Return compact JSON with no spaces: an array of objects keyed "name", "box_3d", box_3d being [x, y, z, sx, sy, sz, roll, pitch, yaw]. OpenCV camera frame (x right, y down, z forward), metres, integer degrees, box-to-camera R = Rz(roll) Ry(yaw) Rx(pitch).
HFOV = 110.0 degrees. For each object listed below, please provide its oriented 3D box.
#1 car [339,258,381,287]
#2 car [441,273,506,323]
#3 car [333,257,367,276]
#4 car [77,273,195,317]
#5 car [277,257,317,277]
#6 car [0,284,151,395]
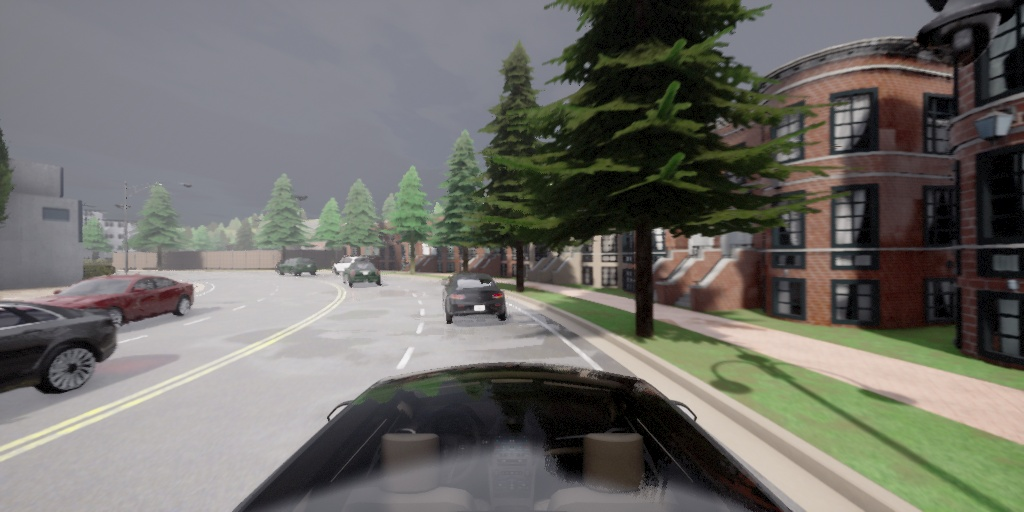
[{"name":"car","box_3d":[-10.969,1.207,26.037,2.097,1.767,4.553,-1,0,-31]},{"name":"car","box_3d":[-1.402,1.293,12.255,1.812,1.442,4.674,0,0,-12]},{"name":"car","box_3d":[-17.456,1.139,39.074,5.566,2.045,2.150,-1,0,42]},{"name":"car","box_3d":[-12.027,1.334,10.965,1.882,1.535,5.008,0,0,-15]},{"name":"car","box_3d":[-23.635,1.191,39.448,5.566,2.045,2.150,-1,0,36]},{"name":"car","box_3d":[-7.424,1.306,3.961,2.128,1.511,4.902,0,0,-5]}]
